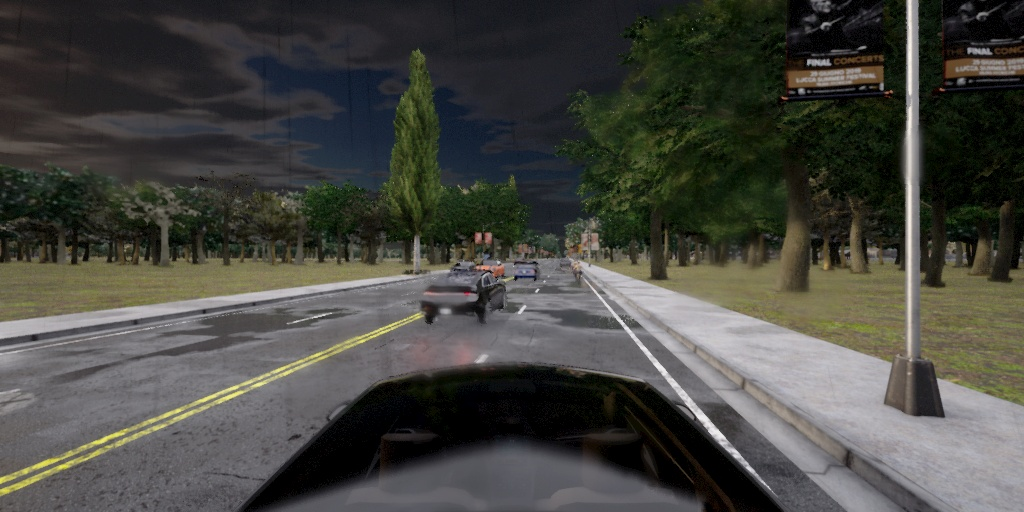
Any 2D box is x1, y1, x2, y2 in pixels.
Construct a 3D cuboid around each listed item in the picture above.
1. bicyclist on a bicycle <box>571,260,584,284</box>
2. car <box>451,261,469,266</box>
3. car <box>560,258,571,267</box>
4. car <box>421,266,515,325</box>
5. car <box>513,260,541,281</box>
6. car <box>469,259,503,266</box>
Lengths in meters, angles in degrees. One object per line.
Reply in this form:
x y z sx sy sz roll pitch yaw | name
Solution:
4.790 1.185 25.828 0.866 1.612 1.509 0 0 8 | bicyclist on a bicycle
-4.702 1.252 35.226 1.837 1.490 4.892 0 0 8 | car
9.550 1.240 63.650 2.128 1.511 4.902 0 0 8 | car
-1.380 1.241 11.844 2.128 1.511 4.902 0 0 8 | car
1.332 1.296 30.221 2.033 1.411 5.357 0 0 8 | car
-1.955 1.100 31.578 2.097 1.767 4.553 0 0 8 | car
